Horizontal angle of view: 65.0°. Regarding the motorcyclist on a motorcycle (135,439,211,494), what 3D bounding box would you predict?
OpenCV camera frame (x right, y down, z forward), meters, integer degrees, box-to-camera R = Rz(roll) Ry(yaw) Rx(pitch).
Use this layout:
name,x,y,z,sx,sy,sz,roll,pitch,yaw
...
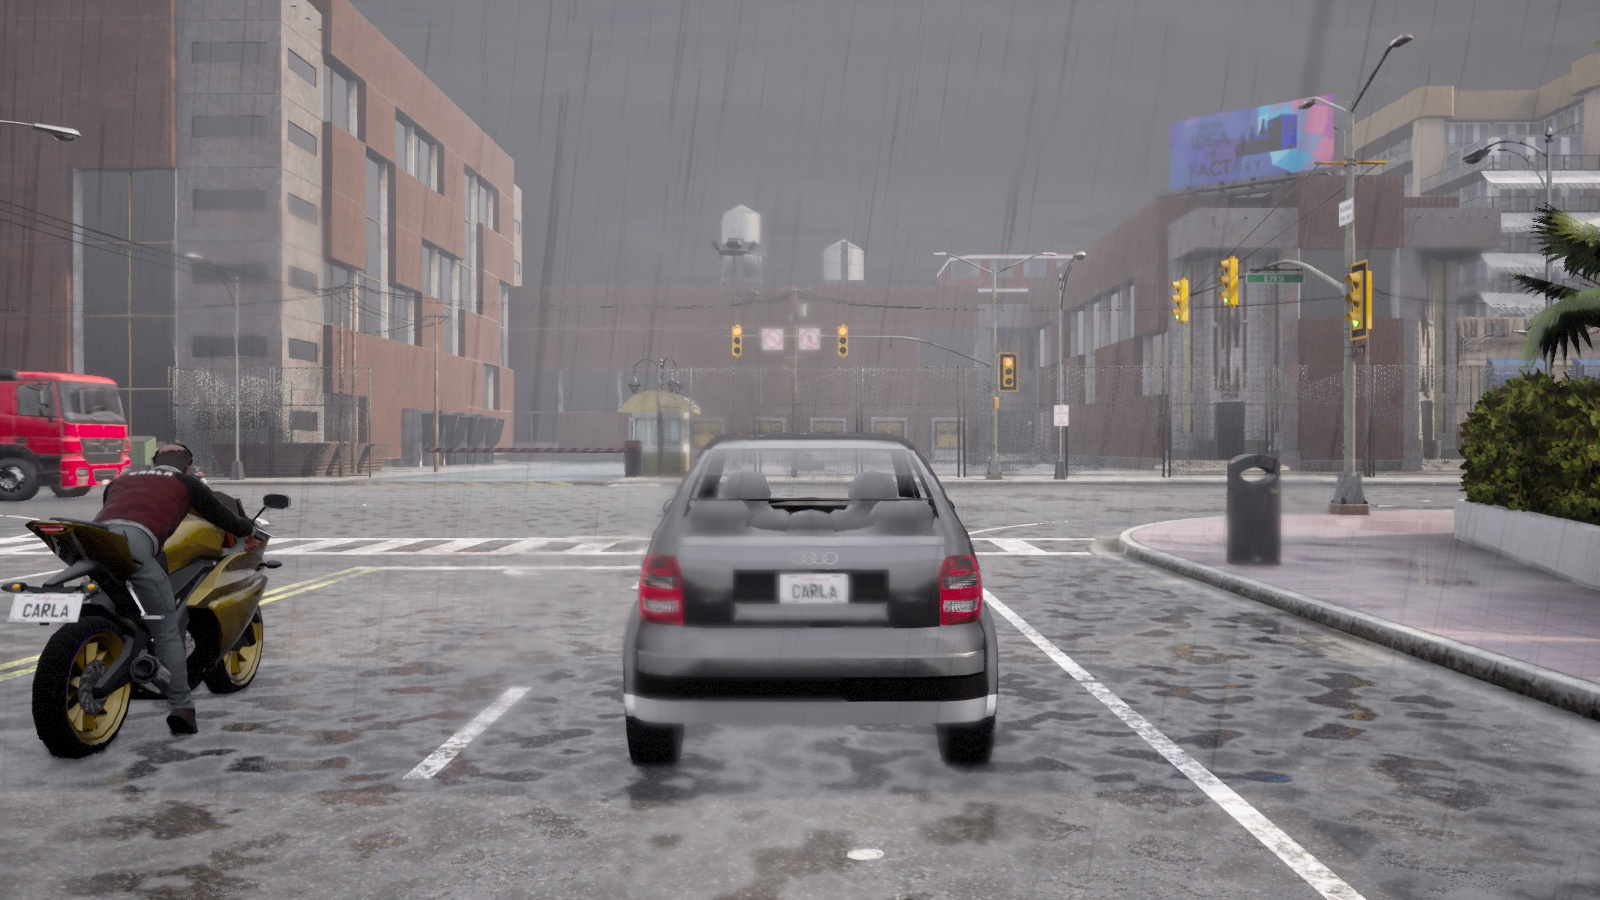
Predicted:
name,x,y,z,sx,sy,sz,roll,pitch,yaw
motorcyclist on a motorcycle,-18.421,0.477,36.915,1.817,1.590,0.866,0,0,1

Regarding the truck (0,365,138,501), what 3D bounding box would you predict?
name,x,y,z,sx,sy,sz,roll,pitch,yaw
truck,-22.350,-0.442,33.454,7.936,3.462,2.891,0,0,1

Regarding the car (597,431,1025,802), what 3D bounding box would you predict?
name,x,y,z,sx,sy,sz,roll,pitch,yaw
car,0.051,0.685,7.106,1.789,1.549,3.705,0,0,0

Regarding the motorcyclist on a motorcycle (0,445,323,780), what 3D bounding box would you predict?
name,x,y,z,sx,sy,sz,roll,pitch,yaw
motorcyclist on a motorcycle,-3.454,0.740,6.842,0.866,1.530,2.191,0,0,0
